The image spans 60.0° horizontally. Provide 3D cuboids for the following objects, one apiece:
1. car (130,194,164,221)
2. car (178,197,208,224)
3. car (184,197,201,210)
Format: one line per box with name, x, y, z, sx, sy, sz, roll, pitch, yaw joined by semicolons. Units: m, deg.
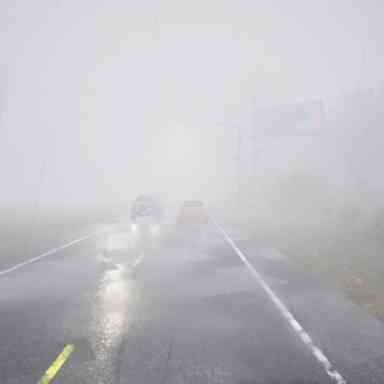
car;-3.566;1.203;27.257;2.150;2.045;5.566;0;0;1
car;0.060;1.333;24.595;2.097;1.767;4.553;0;0;0
car;0.070;1.458;43.524;2.128;1.511;4.902;0;0;0
